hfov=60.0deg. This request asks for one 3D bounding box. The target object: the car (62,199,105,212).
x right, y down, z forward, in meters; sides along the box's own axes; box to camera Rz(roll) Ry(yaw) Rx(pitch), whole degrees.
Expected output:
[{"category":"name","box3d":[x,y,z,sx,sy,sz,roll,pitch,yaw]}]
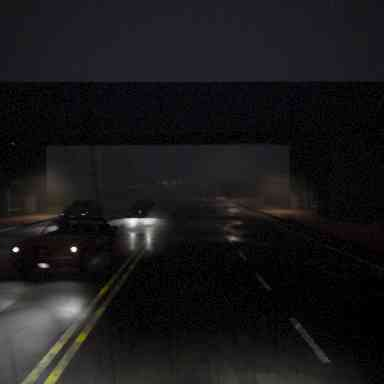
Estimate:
[{"category":"car","box3d":[-7.308,1.262,22.663,1.837,1.490,4.892,0,1,0]}]

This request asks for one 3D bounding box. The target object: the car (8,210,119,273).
[{"category":"car","box3d":[-3.695,1.490,10.447,1.895,1.301,4.718,0,1,-1]}]

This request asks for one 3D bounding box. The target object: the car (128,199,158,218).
[{"category":"car","box3d":[-3.830,1.250,26.484,1.994,1.385,4.181,0,1,0]}]
